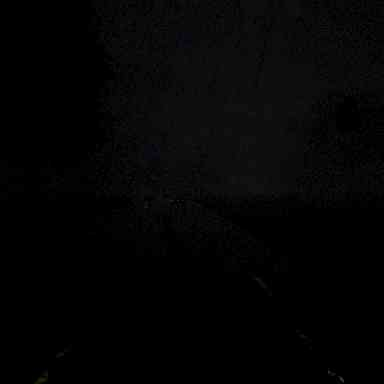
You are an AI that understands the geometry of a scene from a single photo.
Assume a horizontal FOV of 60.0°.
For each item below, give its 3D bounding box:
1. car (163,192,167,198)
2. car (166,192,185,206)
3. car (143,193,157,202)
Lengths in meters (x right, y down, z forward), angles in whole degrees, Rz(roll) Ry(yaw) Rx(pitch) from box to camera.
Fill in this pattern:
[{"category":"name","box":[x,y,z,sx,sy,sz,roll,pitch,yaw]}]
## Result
[{"category":"car","box":[-5.055,0.601,69.412,2.033,1.411,5.357,0,1,-8]},{"category":"car","box":[-1.965,1.053,43.447,2.033,1.411,5.357,0,1,-5]},{"category":"car","box":[-6.586,0.905,52.532,1.994,1.385,4.181,0,1,-6]}]
